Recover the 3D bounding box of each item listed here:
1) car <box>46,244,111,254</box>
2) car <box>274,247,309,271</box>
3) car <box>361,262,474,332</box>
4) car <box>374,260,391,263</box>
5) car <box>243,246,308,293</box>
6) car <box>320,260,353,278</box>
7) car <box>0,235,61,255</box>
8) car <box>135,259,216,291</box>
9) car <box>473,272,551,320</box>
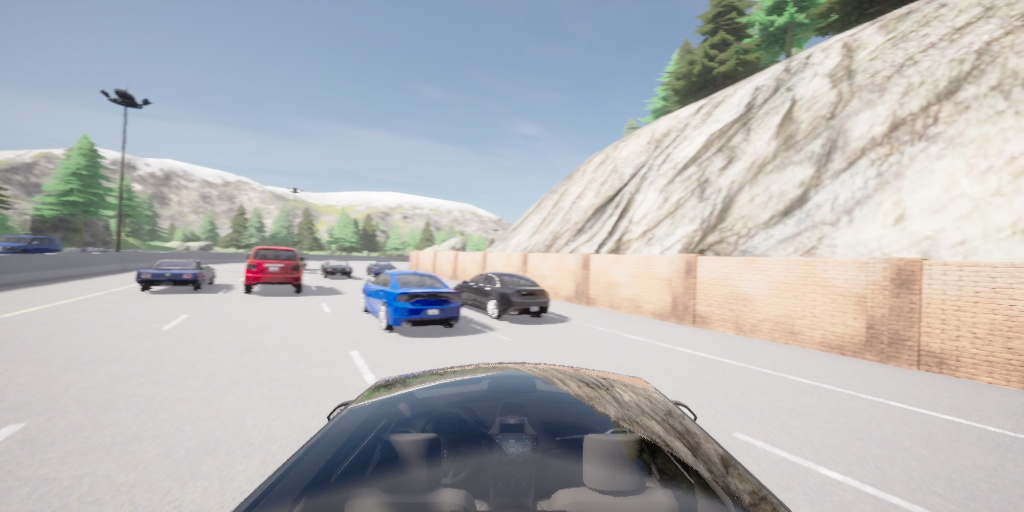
[{"bbox_3d":[-34.162,-0.032,28.866,1.895,1.301,4.718,3,-1,-25],"label":"car"},{"bbox_3d":[-21.289,0.260,34.814,2.150,2.045,5.566,3,0,-24],"label":"car"},{"bbox_3d":[-3.201,1.157,10.771,1.882,1.535,5.008,3,-1,-32],"label":"car"},{"bbox_3d":[-10.782,1.056,29.673,1.994,1.385,4.181,3,-1,-31],"label":"car"},{"bbox_3d":[-11.209,0.577,17.057,2.150,2.045,5.566,3,0,-32],"label":"car"},{"bbox_3d":[-13.245,0.950,26.957,1.895,1.301,4.718,3,-1,-32],"label":"car"},{"bbox_3d":[-37.278,-0.572,27.329,2.150,2.045,5.566,3,-1,-25],"label":"car"},{"bbox_3d":[-14.654,0.781,15.941,1.895,1.301,4.718,3,-1,-32],"label":"car"},{"bbox_3d":[-0.569,1.333,13.156,1.837,1.490,4.892,3,0,-32],"label":"car"}]
